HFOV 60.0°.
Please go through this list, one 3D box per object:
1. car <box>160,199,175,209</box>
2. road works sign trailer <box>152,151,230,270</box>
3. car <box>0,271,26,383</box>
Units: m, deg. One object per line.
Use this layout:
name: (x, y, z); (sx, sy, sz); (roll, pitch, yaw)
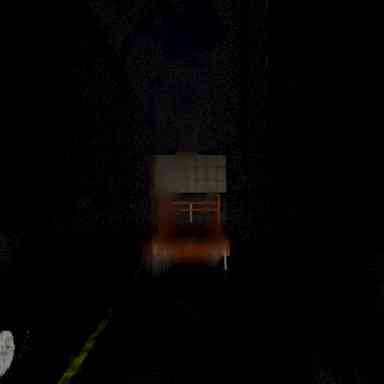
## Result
car: (-3.251, 1.593, 44.569); (1.895, 1.301, 4.718); (0, 0, 0)
road works sign trailer: (-0.034, 0.463, 10.987); (2.380, 3.560, 2.880); (0, 0, 0)
car: (-3.106, 1.504, 2.487); (1.837, 1.490, 4.892); (0, 0, 0)
